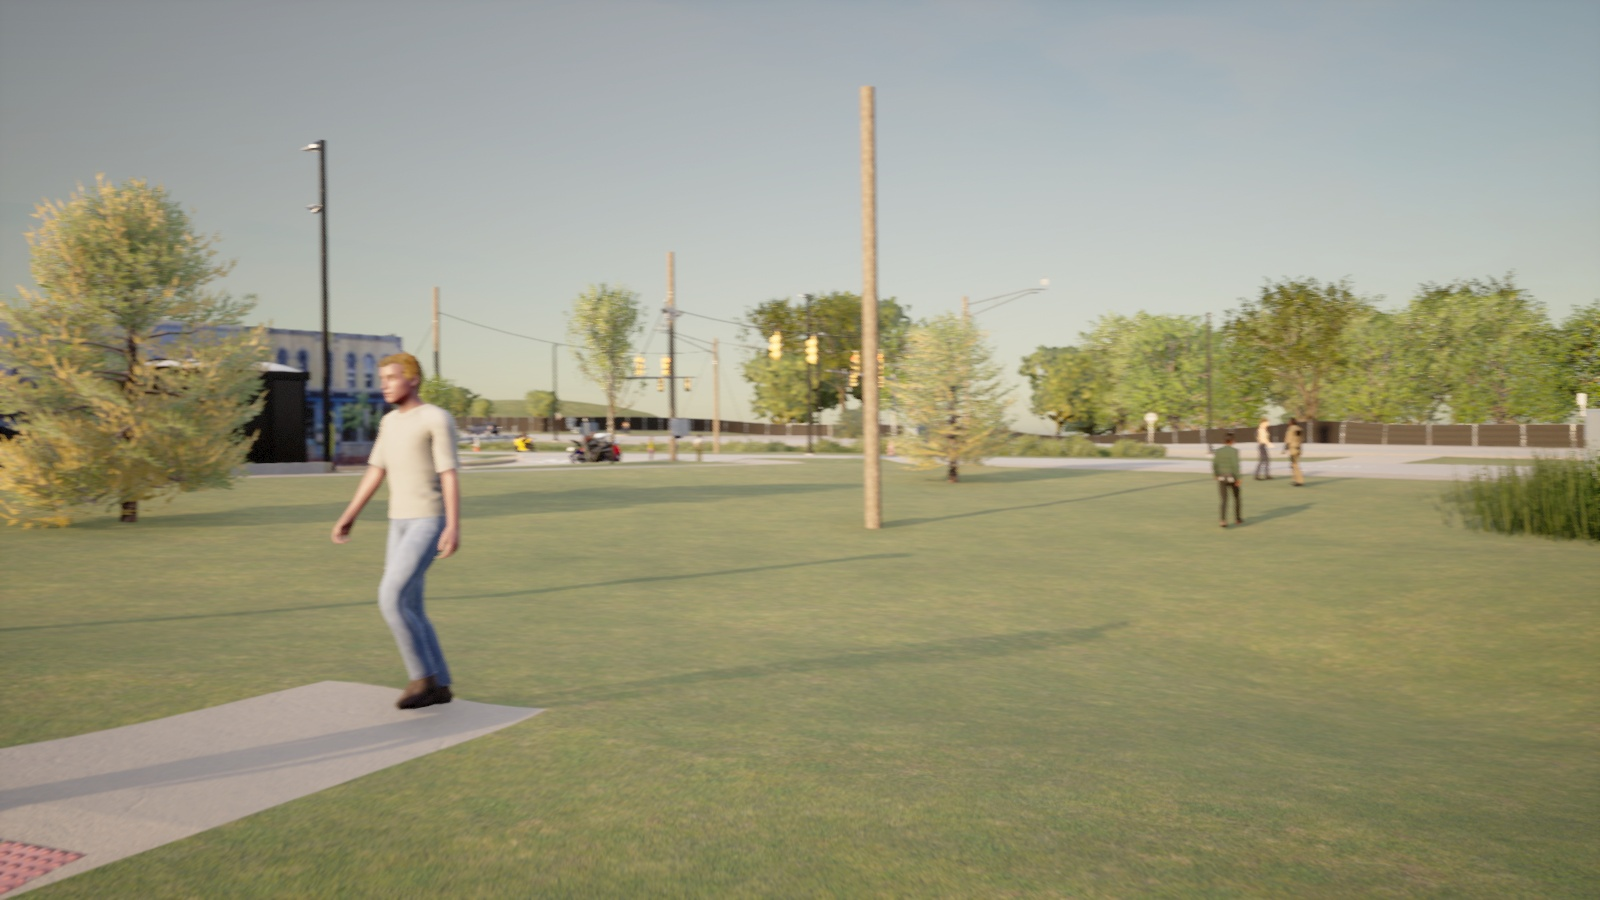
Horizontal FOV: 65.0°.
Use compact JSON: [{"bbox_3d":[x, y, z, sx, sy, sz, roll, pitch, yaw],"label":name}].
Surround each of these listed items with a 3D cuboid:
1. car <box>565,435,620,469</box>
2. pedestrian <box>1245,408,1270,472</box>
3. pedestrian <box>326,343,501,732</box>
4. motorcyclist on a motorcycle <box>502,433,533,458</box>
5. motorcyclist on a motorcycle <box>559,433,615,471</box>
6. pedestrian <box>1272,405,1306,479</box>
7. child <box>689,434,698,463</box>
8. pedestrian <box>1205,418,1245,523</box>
[{"bbox_3d":[-9.329,0.086,56.526,1.481,1.376,2.207,-2,1,21],"label":"car"},{"bbox_3d":[13.295,-0.293,36.476,0.594,1.836,0.345,-2,0,26],"label":"pedestrian"},{"bbox_3d":[-1.934,0.410,6.320,0.354,1.836,0.706,-2,0,38],"label":"pedestrian"},{"bbox_3d":[-18.083,-0.278,80.451,2.044,1.523,0.797,-1,1,38],"label":"motorcyclist on a motorcycle"},{"bbox_3d":[-9.198,0.100,54.264,2.191,1.530,0.866,-3,1,-40],"label":"motorcyclist on a motorcycle"},{"bbox_3d":[12.933,-0.197,33.246,0.396,1.930,0.692,-2,0,-29],"label":"pedestrian"},{"bbox_3d":[-4.637,-0.059,54.663,0.270,1.263,0.437,-2,0,11],"label":"child"},{"bbox_3d":[8.052,0.381,23.776,0.423,1.949,0.788,-2,0,39],"label":"pedestrian"}]
